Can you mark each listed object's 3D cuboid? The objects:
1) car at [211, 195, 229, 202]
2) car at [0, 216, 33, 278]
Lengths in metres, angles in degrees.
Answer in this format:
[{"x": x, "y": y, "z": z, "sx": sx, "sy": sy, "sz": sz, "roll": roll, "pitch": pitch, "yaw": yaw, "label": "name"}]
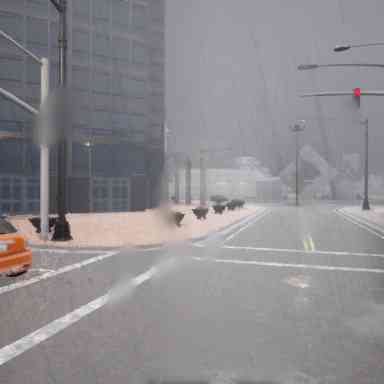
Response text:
[{"x": 5.422, "y": 1.256, "z": 64.283, "sx": 2.128, "sy": 1.511, "sz": 4.902, "roll": 0, "pitch": 0, "yaw": -27, "label": "car"}, {"x": -6.354, "y": 1.316, "z": 8.187, "sx": 4.553, "sy": 1.767, "sz": 2.097, "roll": 0, "pitch": 0, "yaw": 17, "label": "car"}]
